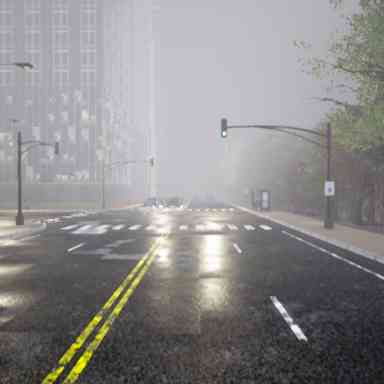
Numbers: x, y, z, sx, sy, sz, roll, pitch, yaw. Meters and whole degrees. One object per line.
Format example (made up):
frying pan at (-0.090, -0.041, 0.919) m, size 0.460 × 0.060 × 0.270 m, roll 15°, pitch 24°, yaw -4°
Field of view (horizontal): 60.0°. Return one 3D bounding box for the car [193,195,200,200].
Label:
car at (1.188, 1.453, 88.307) m, size 2.033 × 1.411 × 5.357 m, roll 0°, pitch 0°, yaw 1°

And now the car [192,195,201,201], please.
car at (1.053, 1.489, 78.277) m, size 1.994 × 1.385 × 4.181 m, roll 0°, pitch 0°, yaw 1°

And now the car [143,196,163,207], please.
car at (-5.929, 1.488, 49.061) m, size 1.812 × 1.442 × 4.674 m, roll 0°, pitch 0°, yaw 2°

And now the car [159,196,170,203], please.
car at (-5.581, 1.548, 68.397) m, size 1.895 × 1.301 × 4.718 m, roll 0°, pitch 0°, yaw 1°

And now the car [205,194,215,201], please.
car at (4.302, 1.292, 78.203) m, size 2.097 × 1.767 × 4.553 m, roll 0°, pitch 0°, yaw 1°

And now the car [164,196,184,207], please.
car at (-2.678, 1.440, 49.311) m, size 1.882 × 1.535 × 5.008 m, roll 0°, pitch 0°, yaw 1°

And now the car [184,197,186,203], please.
car at (-2.521, 1.556, 58.653) m, size 1.895 × 1.301 × 4.718 m, roll 0°, pitch 0°, yaw 1°

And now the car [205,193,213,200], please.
car at (4.437, 1.268, 88.233) m, size 2.097 × 1.767 × 4.553 m, roll 0°, pitch 0°, yaw 1°

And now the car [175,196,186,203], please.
car at (-2.330, 1.510, 68.557) m, size 1.994 × 1.385 × 4.181 m, roll 0°, pitch 0°, yaw 1°
